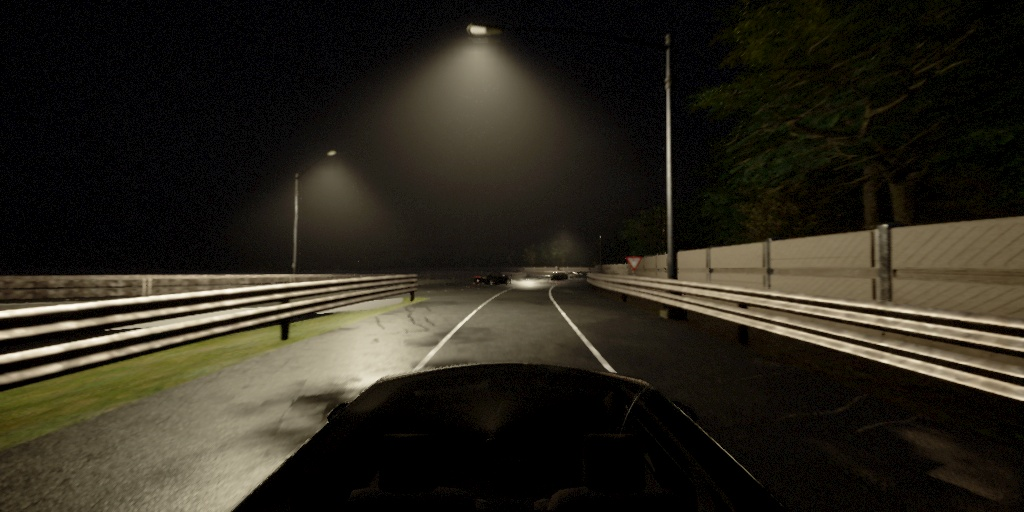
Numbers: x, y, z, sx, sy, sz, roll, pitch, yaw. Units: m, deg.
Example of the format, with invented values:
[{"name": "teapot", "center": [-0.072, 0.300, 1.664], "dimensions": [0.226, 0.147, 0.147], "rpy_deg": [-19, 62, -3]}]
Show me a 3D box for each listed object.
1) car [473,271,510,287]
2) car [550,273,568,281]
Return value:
[{"name": "car", "center": [-2.009, 2.351, 36.875], "dimensions": [1.882, 1.535, 5.008], "rpy_deg": [-1, -3, 32]}, {"name": "car", "center": [7.456, 3.265, 56.079], "dimensions": [1.895, 1.301, 4.718], "rpy_deg": [-1, -2, 20]}]
